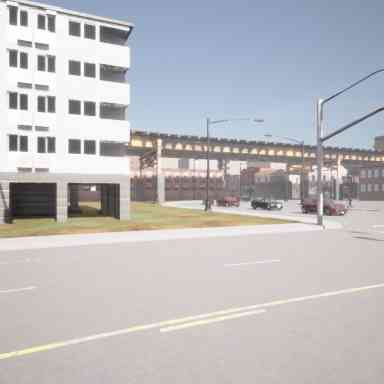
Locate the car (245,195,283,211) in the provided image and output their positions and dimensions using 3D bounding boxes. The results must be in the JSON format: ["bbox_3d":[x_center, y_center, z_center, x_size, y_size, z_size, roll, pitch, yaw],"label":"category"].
[{"bbox_3d":[9.244,1.491,41.354,2.128,1.511,4.902,0,0,-25],"label":"car"}]

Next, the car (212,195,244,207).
[{"bbox_3d":[5.367,1.478,50.095,1.882,1.535,5.008,0,0,-22],"label":"car"}]

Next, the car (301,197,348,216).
[{"bbox_3d":[13.110,1.352,33.080,2.097,1.767,4.553,0,0,-25],"label":"car"}]

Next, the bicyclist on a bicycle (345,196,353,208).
[{"bbox_3d":[20.436,1.303,43.310,1.656,1.620,0.582,0,0,-25],"label":"bicyclist on a bicycle"}]

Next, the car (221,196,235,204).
[{"bbox_3d":[7.349,1.490,66.748,2.128,1.511,4.902,0,0,14],"label":"car"}]

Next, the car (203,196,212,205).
[{"bbox_3d":[2.916,1.505,59.907,1.837,1.490,4.892,0,0,-1],"label":"car"}]

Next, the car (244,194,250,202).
[{"bbox_3d":[11.879,1.525,75.701,2.128,1.511,4.902,0,0,41],"label":"car"}]
